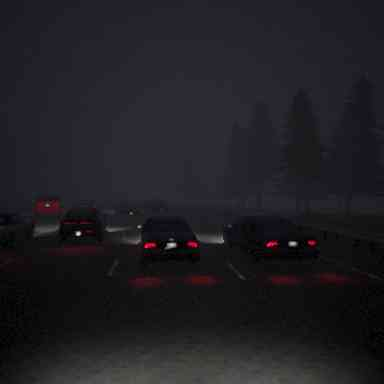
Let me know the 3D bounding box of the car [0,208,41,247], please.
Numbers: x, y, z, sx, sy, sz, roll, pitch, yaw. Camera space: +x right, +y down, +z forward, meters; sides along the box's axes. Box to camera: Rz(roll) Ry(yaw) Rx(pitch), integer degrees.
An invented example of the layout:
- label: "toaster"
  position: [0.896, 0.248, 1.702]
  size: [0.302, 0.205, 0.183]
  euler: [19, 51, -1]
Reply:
- label: "car"
  position: [-8.483, 1.606, 14.700]
  size: [1.895, 1.301, 4.718]
  euler: [0, 0, -10]

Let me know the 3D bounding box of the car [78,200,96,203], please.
- label: "car"
  position: [-10.294, 1.496, 32.461]
  size: [2.128, 1.511, 4.902]
  euler: [0, 0, -23]

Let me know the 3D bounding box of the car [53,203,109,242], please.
- label: "car"
  position: [-5.303, 1.507, 16.483]
  size: [1.837, 1.490, 4.892]
  euler: [0, 0, -11]

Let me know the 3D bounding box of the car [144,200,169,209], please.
- label: "car"
  position: [-3.876, 1.525, 35.174]
  size: [1.812, 1.442, 4.674]
  euler: [0, 0, -23]

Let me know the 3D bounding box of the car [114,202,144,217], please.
- label: "car"
  position: [-6.238, 1.603, 31.834]
  size: [1.895, 1.301, 4.718]
  euler: [0, 0, -21]

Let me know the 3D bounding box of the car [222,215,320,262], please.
- label: "car"
  position: [2.556, 1.545, 12.092]
  size: [2.033, 1.411, 5.357]
  euler: [0, 0, -8]

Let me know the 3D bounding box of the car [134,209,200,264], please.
- label: "car"
  position: [-0.935, 1.547, 11.877]
  size: [2.033, 1.411, 5.357]
  euler: [0, 0, -8]

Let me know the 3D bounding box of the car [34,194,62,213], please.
- label: "car"
  position: [-13.284, 1.227, 30.696]
  size: [2.150, 2.045, 5.566]
  euler: [0, 0, -22]
